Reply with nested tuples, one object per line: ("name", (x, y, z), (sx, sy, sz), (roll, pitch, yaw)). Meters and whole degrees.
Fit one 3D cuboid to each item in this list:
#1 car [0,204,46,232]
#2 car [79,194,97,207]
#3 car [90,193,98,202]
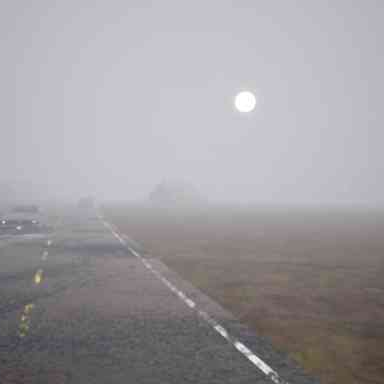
("car", (-9.466, 1.387, 19.065), (2.033, 1.411, 5.357), (1, 0, -19))
("car", (-14.715, 1.324, 46.369), (1.994, 1.385, 4.181), (1, 0, -16))
("car", (-19.570, 1.248, 64.891), (1.994, 1.385, 4.181), (1, 0, -12))
